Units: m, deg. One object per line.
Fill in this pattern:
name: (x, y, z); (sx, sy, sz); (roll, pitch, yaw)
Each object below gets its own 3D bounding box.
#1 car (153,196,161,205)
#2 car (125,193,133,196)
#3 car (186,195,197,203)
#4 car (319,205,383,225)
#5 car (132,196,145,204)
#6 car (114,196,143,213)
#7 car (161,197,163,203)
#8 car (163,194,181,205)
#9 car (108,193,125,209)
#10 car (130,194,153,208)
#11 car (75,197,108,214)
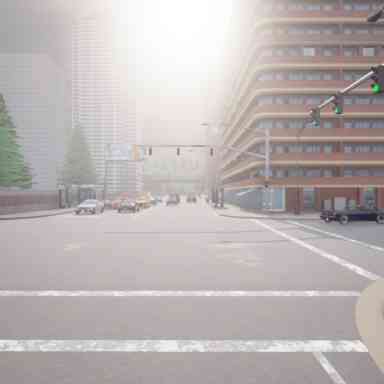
car: (-7.153, 1.491, 57.464); (2.128, 1.511, 4.902); (0, 0, 0)
car: (-10.662, 1.221, 54.267); (2.150, 2.045, 5.566); (0, 0, 0)
car: (-0.089, 1.350, 69.723); (2.097, 1.767, 4.553); (0, 0, 0)
car: (11.393, 1.545, 23.237); (4.718, 1.301, 1.895); (0, 0, -13)
car: (-10.606, 1.504, 66.522); (1.837, 1.490, 4.892); (0, 0, 0)
car: (-7.133, 1.526, 37.812); (1.812, 1.442, 4.674); (0, 0, 0)
car: (-7.090, 1.525, 69.038); (1.812, 1.442, 4.674); (0, 0, 0)
car: (-3.473, 1.547, 58.234); (2.033, 1.411, 5.357); (0, 0, 0)
car: (-10.654, 1.352, 43.923); (2.097, 1.767, 4.553); (0, 0, 0)
car: (-7.157, 1.477, 47.151); (1.882, 1.535, 5.008); (0, 0, 0)
car: (-10.644, 1.526, 34.976); (1.812, 1.442, 4.674); (0, 0, 2)
